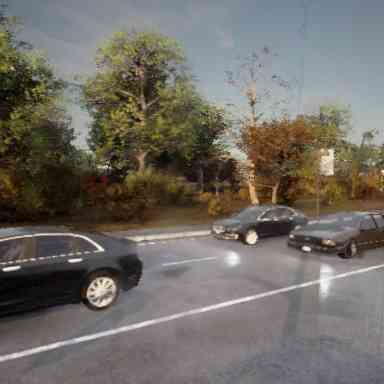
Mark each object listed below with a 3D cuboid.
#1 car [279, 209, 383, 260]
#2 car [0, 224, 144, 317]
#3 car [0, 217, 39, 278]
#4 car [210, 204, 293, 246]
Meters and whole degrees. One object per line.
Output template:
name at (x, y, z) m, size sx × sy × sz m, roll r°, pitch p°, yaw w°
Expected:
car at (5.881, 1.419, 12.160) m, size 5.357 × 1.411 × 2.033 m, roll 0°, pitch 1°, yaw -34°
car at (-3.279, 1.400, 5.996) m, size 4.892 × 1.490 × 1.837 m, roll 0°, pitch 1°, yaw -34°
car at (-6.447, 1.446, 8.103) m, size 4.718 × 1.301 × 1.895 m, roll 0°, pitch 1°, yaw -33°
car at (3.029, 1.331, 14.457) m, size 4.892 × 1.490 × 1.837 m, roll 0°, pitch 1°, yaw -34°
